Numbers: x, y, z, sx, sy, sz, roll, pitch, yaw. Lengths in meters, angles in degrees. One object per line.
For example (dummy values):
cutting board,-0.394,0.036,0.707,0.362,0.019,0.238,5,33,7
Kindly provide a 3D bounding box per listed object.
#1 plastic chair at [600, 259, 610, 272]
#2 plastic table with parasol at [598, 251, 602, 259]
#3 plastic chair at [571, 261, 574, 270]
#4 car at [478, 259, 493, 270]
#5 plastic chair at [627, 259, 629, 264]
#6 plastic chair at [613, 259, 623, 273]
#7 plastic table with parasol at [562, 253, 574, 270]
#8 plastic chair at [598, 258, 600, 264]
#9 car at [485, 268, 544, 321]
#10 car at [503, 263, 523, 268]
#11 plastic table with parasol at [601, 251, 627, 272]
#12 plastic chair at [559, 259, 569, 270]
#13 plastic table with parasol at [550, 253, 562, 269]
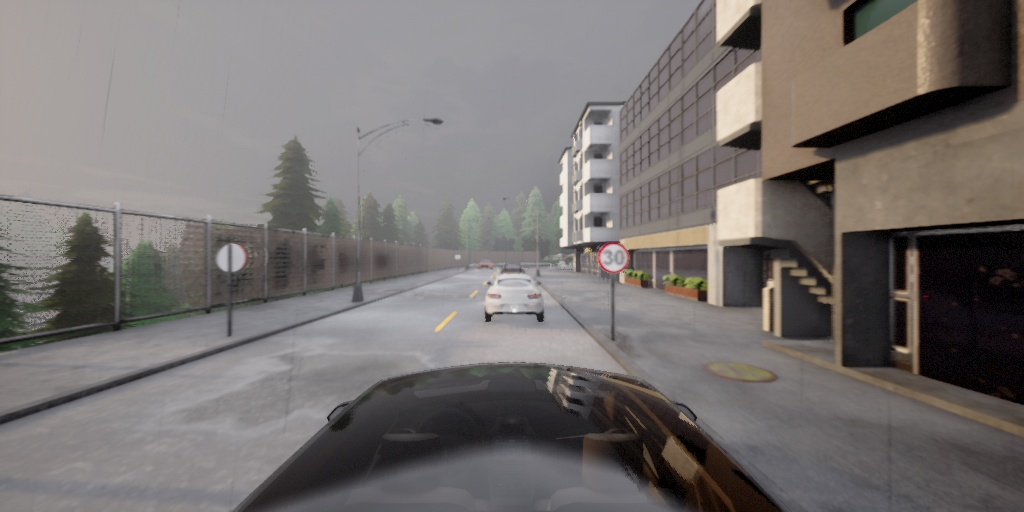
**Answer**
plastic chair,14.000,1.406,54.005,0.730,1.272,0.750,0,0,10
plastic table with parasol,12.660,0.809,56.844,2.482,2.480,2.482,0,0,0
plastic chair,9.271,1.401,51.824,0.750,1.272,0.730,0,0,10
car,-4.062,1.233,55.116,2.097,1.767,4.553,0,0,1
plastic chair,16.580,1.406,53.635,0.730,1.272,0.750,0,0,0
plastic chair,15.490,1.403,52.385,0.750,1.272,0.730,0,0,10
plastic table with parasol,9.260,0.801,53.254,2.482,2.480,2.482,0,0,0
plastic chair,12.850,1.410,55.434,0.750,1.272,0.730,0,0,10
car,0.073,1.303,12.449,1.812,1.442,4.674,0,-1,0
car,0.078,1.305,27.640,2.128,1.511,4.902,0,0,0
plastic table with parasol,15.300,0.802,53.785,2.482,2.480,2.482,0,0,0
plastic chair,7.780,1.405,53.443,0.730,1.272,0.750,0,0,10
plastic table with parasol,7.799,0.811,57.563,2.482,2.480,2.482,0,0,0
